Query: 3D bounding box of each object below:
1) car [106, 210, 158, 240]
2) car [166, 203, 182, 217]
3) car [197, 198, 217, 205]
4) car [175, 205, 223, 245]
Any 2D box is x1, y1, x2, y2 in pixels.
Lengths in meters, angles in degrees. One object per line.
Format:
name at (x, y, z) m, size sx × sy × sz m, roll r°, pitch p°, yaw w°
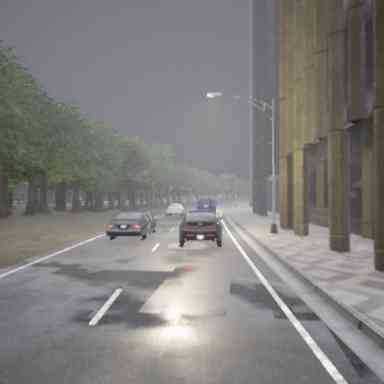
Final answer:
car at (-3.029, 1.657, 17.689) m, size 2.033 × 1.411 × 5.357 m, roll 0°, pitch -1°, yaw 2°
car at (-1.822, 2.043, 38.130) m, size 1.812 × 1.442 × 4.674 m, roll 0°, pitch -2°, yaw 4°
car at (1.776, 1.778, 39.294) m, size 2.150 × 2.045 × 5.566 m, roll 0°, pitch -2°, yaw 5°
car at (0.420, 1.595, 15.853) m, size 1.837 × 1.490 × 4.892 m, roll 0°, pitch -1°, yaw 2°
